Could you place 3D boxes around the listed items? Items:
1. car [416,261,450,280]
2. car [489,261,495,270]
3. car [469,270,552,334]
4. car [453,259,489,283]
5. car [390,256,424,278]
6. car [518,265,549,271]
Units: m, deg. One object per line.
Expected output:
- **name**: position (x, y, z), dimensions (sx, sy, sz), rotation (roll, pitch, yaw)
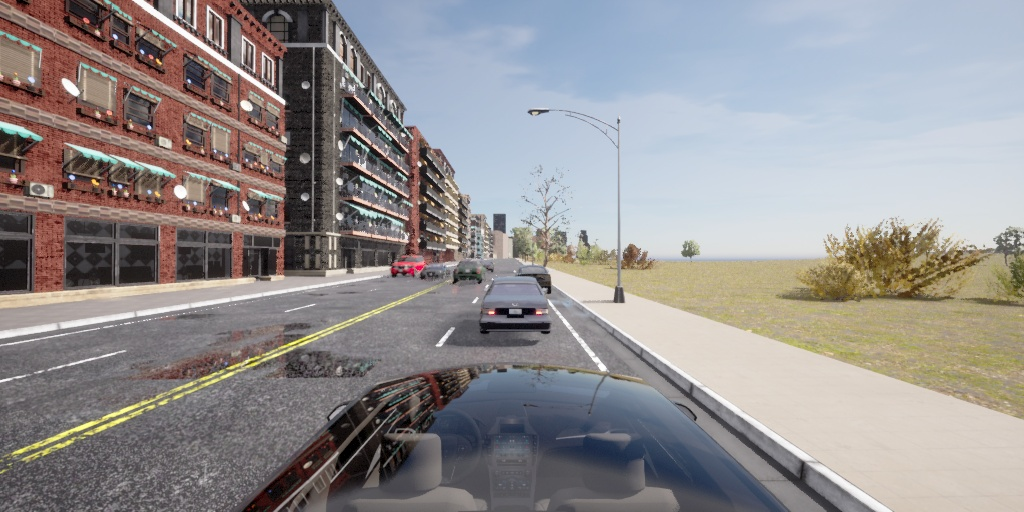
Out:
- **car**: position (-6.631, 1.316, 31.241), dimensions (1.994, 1.385, 4.181), rotation (0, 0, 0)
- **car**: position (-3.184, 1.298, 44.860), dimensions (2.033, 1.411, 5.357), rotation (0, 0, -1)
- **car**: position (0.093, 1.299, 10.586), dimensions (2.033, 1.411, 5.357), rotation (0, 0, 0)
- **car**: position (-3.176, 1.105, 27.671), dimensions (2.097, 1.767, 4.553), rotation (0, 0, 0)
- **car**: position (-9.885, 0.973, 34.626), dimensions (2.150, 2.045, 5.566), rotation (0, 0, 0)
- **car**: position (1.118, 1.230, 20.350), dimensions (1.882, 1.535, 5.008), rotation (0, 0, 0)
